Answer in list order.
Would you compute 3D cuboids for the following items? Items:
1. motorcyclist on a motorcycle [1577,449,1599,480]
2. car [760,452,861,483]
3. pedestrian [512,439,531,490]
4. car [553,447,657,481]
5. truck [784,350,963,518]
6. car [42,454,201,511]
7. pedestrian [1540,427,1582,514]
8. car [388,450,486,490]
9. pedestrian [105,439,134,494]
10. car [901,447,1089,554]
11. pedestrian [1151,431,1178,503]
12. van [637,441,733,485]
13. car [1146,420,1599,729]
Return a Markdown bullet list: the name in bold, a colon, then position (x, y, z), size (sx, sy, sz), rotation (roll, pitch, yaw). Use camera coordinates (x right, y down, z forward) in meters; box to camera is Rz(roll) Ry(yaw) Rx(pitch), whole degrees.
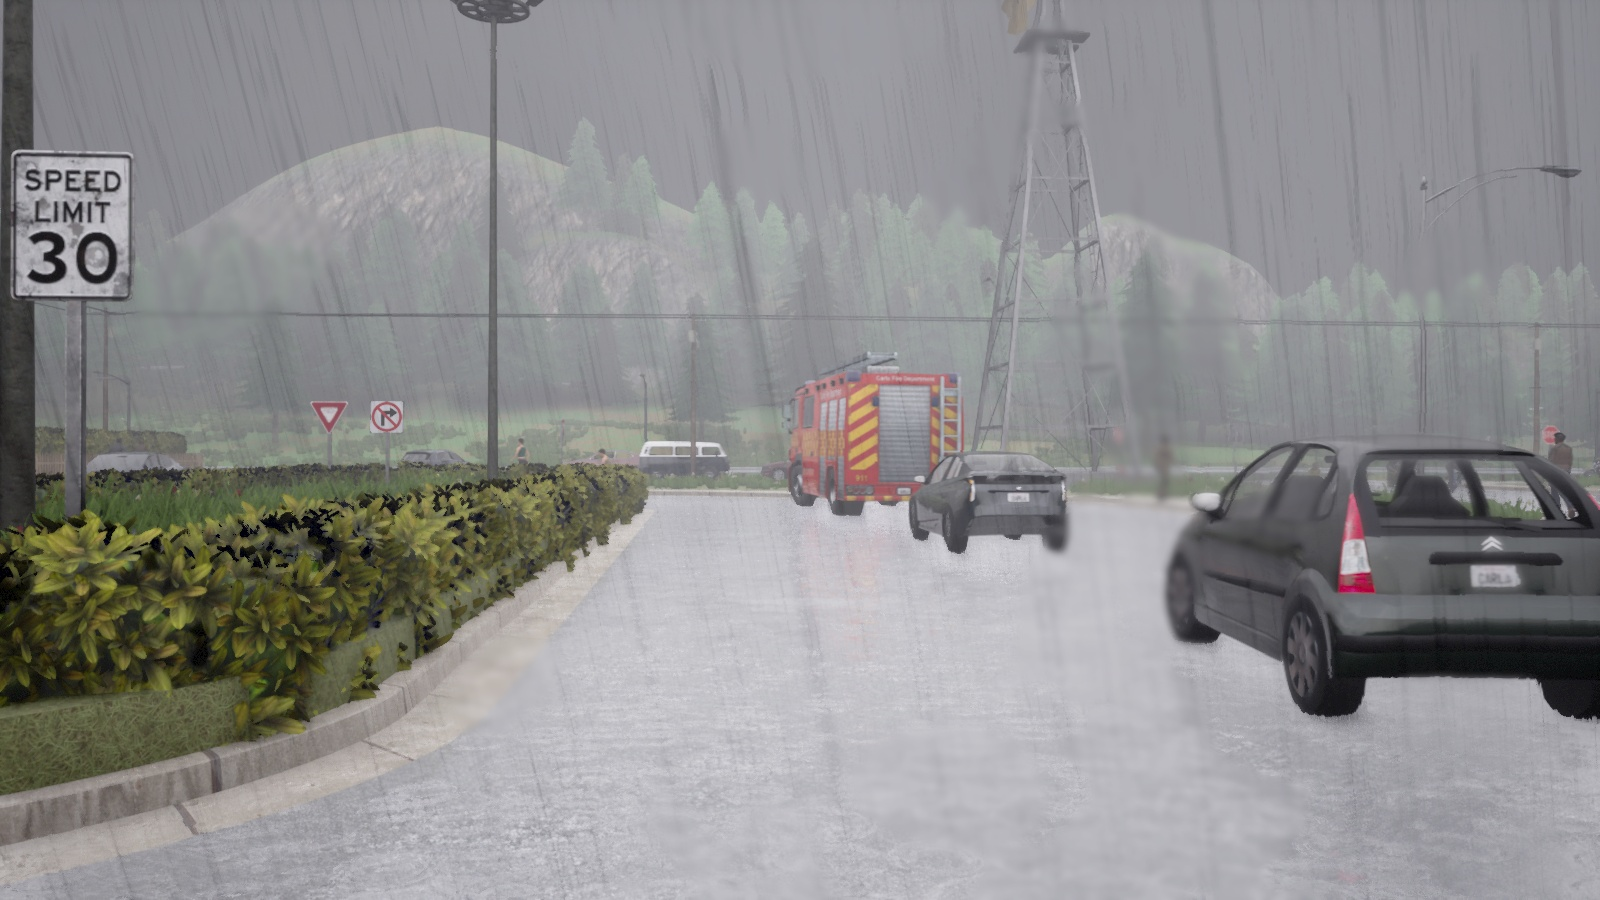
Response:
- **motorcyclist on a motorcycle**: position (42.958, 0.753, 67.139), size (2.350, 1.649, 0.766), rotation (0, 0, -4)
- **car**: position (0.501, 0.869, 64.295), size (5.008, 1.535, 1.882), rotation (0, 0, -4)
- **pedestrian**: position (-10.007, 0.526, 45.119), size (0.594, 1.836, 0.345), rotation (0, 0, 25)
- **car**: position (-9.810, 0.691, 63.605), size (5.027, 1.651, 2.152), rotation (0, 0, -4)
- **truck**: position (1.665, -0.348, 33.095), size (2.891, 3.827, 8.468), rotation (0, 0, -10)
- **car**: position (-18.962, 0.868, 35.404), size (2.163, 1.488, 4.792), rotation (0, 0, -4)
- **pedestrian**: position (16.032, 0.425, 26.471), size (0.328, 1.805, 0.869), rotation (0, 0, -1)
- **car**: position (-15.903, 0.838, 55.342), size (2.033, 1.649, 4.856), rotation (0, 0, 13)
- **pedestrian**: position (-23.563, 0.552, 43.486), size (0.563, 1.883, 0.849), rotation (0, 0, -4)
- **car**: position (2.986, 0.732, 20.255), size (2.007, 1.525, 4.514), rotation (0, 0, -4)
- **pedestrian**: position (9.889, 0.454, 34.054), size (0.396, 1.930, 0.692), rotation (0, 0, -15)
- **van**: position (-5.498, 0.622, 60.386), size (4.480, 2.038, 2.069), rotation (-1, 0, -4)
- **car**: position (3.769, 0.655, 8.570), size (1.851, 1.617, 3.988), rotation (0, 0, 2)
